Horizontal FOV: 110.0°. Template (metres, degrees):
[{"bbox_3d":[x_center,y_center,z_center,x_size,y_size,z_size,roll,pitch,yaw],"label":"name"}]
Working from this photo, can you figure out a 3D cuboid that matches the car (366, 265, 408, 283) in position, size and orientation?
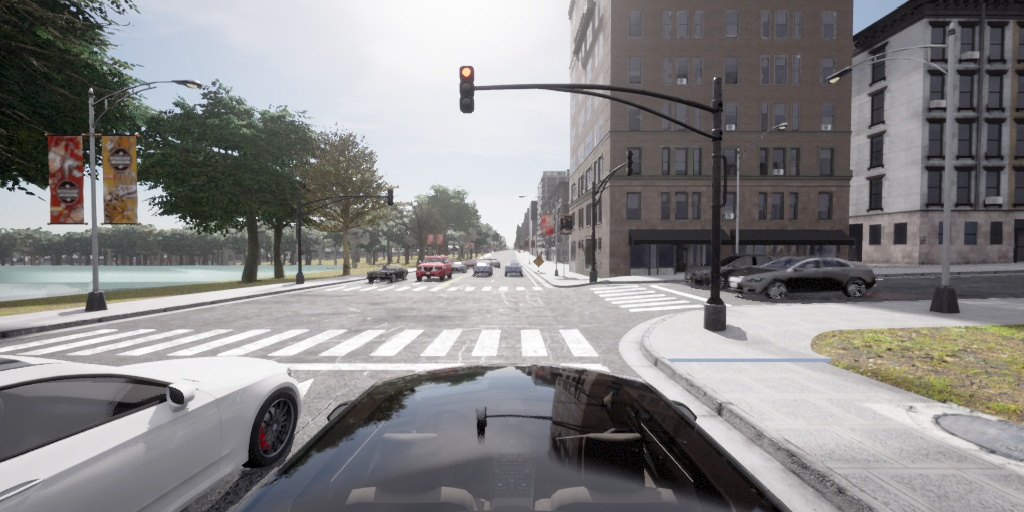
[{"bbox_3d":[-9.792,1.366,28.469,1.895,1.301,4.718,0,0,0],"label":"car"}]

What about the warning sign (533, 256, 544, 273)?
[{"bbox_3d":[2.934,0.902,39.872,1.300,1.860,1.060,0,0,0],"label":"warning sign"}]

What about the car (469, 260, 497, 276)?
[{"bbox_3d":[-3.068,1.332,38.621,2.033,1.411,5.357,0,0,0],"label":"car"}]

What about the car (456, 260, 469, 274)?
[{"bbox_3d":[-6.512,1.357,42.549,1.994,1.385,4.181,0,0,0],"label":"car"}]

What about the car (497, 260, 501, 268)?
[{"bbox_3d":[-3.034,1.405,64.487,1.994,1.385,4.181,0,0,0],"label":"car"}]

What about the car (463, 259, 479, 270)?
[{"bbox_3d":[-6.447,1.306,56.525,1.882,1.535,5.008,0,0,1],"label":"car"}]

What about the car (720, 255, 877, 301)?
[{"bbox_3d":[10.858,0.772,13.638,4.902,1.511,2.128,-2,1,-1],"label":"car"}]

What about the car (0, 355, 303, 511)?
[{"bbox_3d":[-3.167,1.276,1.922,1.812,1.442,4.674,0,0,0],"label":"car"}]

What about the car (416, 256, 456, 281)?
[{"bbox_3d":[-6.537,0.990,30.659,2.150,2.045,5.566,0,0,0],"label":"car"}]

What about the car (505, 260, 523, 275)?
[{"bbox_3d":[0.181,1.332,38.755,2.033,1.411,5.357,0,0,0],"label":"car"}]

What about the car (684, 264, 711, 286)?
[{"bbox_3d":[10.801,0.714,16.987,4.892,1.490,1.837,-1,1,2],"label":"car"}]
